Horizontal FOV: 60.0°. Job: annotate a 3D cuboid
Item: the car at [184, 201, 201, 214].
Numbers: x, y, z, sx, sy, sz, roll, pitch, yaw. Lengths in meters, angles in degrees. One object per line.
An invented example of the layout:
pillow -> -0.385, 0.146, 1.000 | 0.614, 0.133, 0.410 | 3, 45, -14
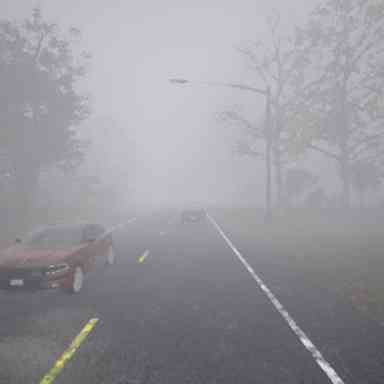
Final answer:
car -> 0.085, 1.867, 41.409 | 1.994, 1.385, 4.181 | 0, 0, 0

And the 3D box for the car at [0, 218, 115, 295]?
car -> -3.503, 1.550, 9.146 | 1.882, 1.535, 5.008 | 0, 0, 0

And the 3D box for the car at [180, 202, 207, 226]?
car -> 0.091, 1.673, 25.405 | 1.882, 1.535, 5.008 | 0, -1, 0
